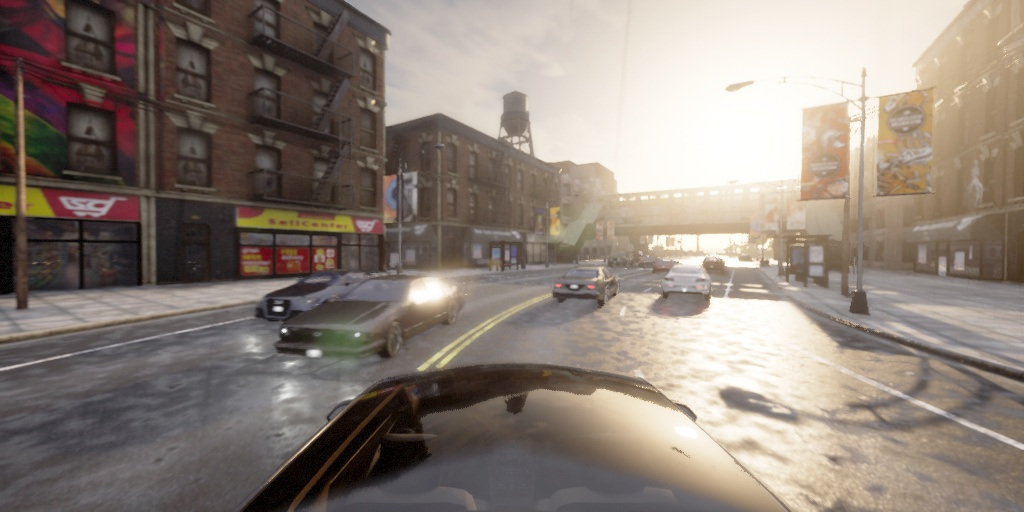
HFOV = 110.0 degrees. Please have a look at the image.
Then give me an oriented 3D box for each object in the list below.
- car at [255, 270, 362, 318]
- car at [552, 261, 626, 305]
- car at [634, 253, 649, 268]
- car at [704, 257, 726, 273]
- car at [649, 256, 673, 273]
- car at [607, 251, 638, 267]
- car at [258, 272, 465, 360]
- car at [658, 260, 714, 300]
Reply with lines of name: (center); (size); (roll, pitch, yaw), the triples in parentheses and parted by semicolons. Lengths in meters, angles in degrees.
car: (-5.476, 1.141, 11.102); (1.994, 1.385, 4.181); (0, 1, 15)
car: (3.249, 1.107, 14.993); (2.033, 1.411, 5.357); (1, 1, 24)
car: (17.043, 0.721, 44.313); (2.033, 1.411, 5.357); (1, 1, 33)
car: (19.918, 0.803, 35.431); (1.882, 1.535, 5.008); (1, 1, 32)
car: (14.419, 0.895, 33.292); (1.994, 1.385, 4.181); (1, 1, 32)
car: (14.020, 0.352, 46.068); (2.150, 2.045, 5.566); (1, 1, 33)
car: (-2.719, 1.178, 8.494); (2.033, 1.411, 5.357); (0, 1, 12)
car: (8.029, 1.088, 16.351); (1.812, 1.442, 4.674); (1, 1, 29)
